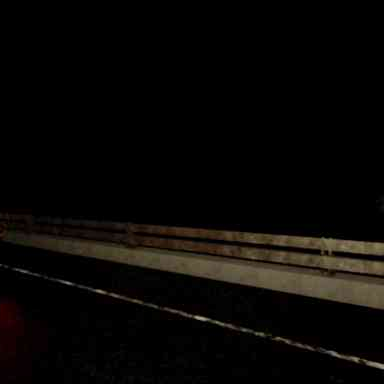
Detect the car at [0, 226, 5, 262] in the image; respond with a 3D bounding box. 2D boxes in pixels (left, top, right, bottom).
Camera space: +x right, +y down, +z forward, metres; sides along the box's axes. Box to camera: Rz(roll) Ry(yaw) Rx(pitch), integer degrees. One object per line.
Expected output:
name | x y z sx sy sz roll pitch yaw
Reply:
car | -7.446 1.220 9.305 5.566 2.045 2.150 0 0 36
